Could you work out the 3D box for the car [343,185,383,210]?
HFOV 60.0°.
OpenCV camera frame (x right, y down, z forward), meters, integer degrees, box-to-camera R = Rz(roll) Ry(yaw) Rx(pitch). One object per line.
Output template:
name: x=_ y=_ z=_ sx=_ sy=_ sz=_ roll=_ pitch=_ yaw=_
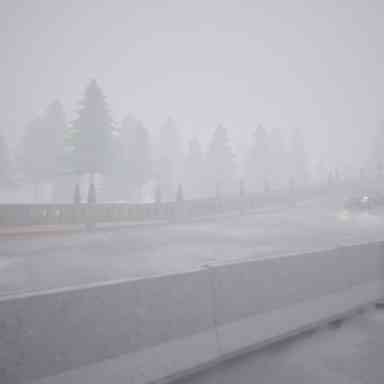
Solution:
car: x=14.236 y=0.378 z=26.895 sx=4.553 sy=1.767 sz=2.097 roll=-7 pitch=4 yaw=-35
